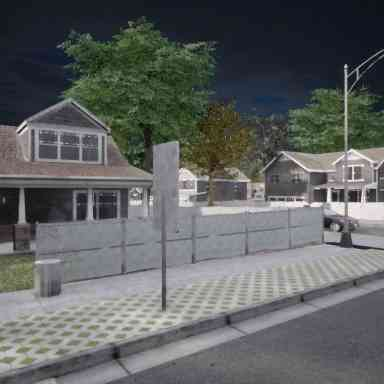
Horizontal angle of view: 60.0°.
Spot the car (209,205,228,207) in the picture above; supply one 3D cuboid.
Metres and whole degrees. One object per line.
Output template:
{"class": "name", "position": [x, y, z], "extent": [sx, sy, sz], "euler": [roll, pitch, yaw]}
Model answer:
{"class": "car", "position": [2.510, 1.891, 29.450], "extent": [1.812, 1.442, 4.674], "euler": [0, -1, -35]}

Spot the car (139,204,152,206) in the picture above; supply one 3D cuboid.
{"class": "car", "position": [-5.688, 2.152, 40.857], "extent": [1.994, 1.385, 4.181], "euler": [0, 0, -36]}

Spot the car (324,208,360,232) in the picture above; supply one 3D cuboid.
{"class": "car", "position": [8.279, 1.727, 21.443], "extent": [1.812, 1.442, 4.674], "euler": [0, -1, -36]}
